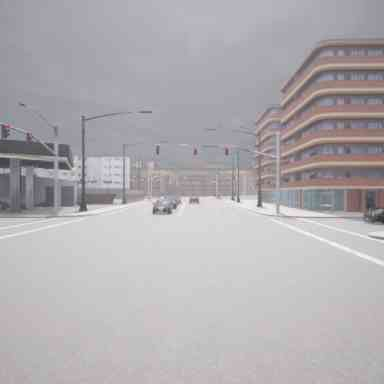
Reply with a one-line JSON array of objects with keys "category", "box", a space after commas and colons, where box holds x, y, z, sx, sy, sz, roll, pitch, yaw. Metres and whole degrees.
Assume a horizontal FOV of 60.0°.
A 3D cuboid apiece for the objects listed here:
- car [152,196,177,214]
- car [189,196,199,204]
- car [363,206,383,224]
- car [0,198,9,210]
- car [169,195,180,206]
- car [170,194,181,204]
[{"category": "car", "box": [-3.070, 1.492, 35.201, 2.128, 1.511, 4.902, 0, 0, 0]}, {"category": "car", "box": [0.442, 1.526, 65.794, 1.812, 1.442, 4.674, 0, 0, 0]}, {"category": "car", "box": [14.727, 1.352, 23.648, 4.553, 1.767, 2.097, 0, 0, 1]}, {"category": "car", "box": [-23.937, 1.456, 39.397, 3.806, 1.475, 1.970, 0, 0, 1]}, {"category": "car", "box": [-3.126, 1.352, 44.919, 2.097, 1.767, 4.553, 0, 0, 0]}, {"category": "car", "box": [-3.198, 1.352, 65.091, 2.097, 1.767, 4.553, 0, 0, 0]}]
